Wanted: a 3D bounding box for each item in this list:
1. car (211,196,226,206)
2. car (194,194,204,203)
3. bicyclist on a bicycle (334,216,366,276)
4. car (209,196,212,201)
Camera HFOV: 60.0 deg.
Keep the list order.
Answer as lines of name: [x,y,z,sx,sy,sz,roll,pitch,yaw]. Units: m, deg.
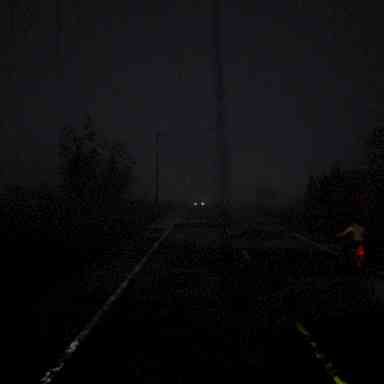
car: [4.806,1.639,56.758,2.033,1.411,5.357,1,0,1]
car: [1.573,1.540,73.020,1.882,1.535,5.008,1,0,1]
bicyclist on a bicycle: [4.656,1.505,9.643,0.866,1.612,1.509,1,0,1]
car: [5.332,1.732,84.768,1.895,1.301,4.718,1,0,1]
